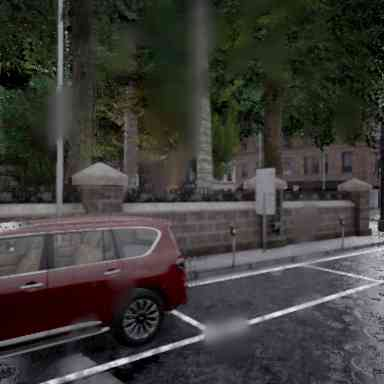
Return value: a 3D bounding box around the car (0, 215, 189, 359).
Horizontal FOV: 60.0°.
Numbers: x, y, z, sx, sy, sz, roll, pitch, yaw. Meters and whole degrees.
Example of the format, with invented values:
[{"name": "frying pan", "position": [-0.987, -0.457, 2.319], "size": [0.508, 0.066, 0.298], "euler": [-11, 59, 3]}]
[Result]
[{"name": "car", "position": [-2.373, 1.321, 4.844], "size": [5.009, 1.841, 2.192], "euler": [1, 0, -35]}]
